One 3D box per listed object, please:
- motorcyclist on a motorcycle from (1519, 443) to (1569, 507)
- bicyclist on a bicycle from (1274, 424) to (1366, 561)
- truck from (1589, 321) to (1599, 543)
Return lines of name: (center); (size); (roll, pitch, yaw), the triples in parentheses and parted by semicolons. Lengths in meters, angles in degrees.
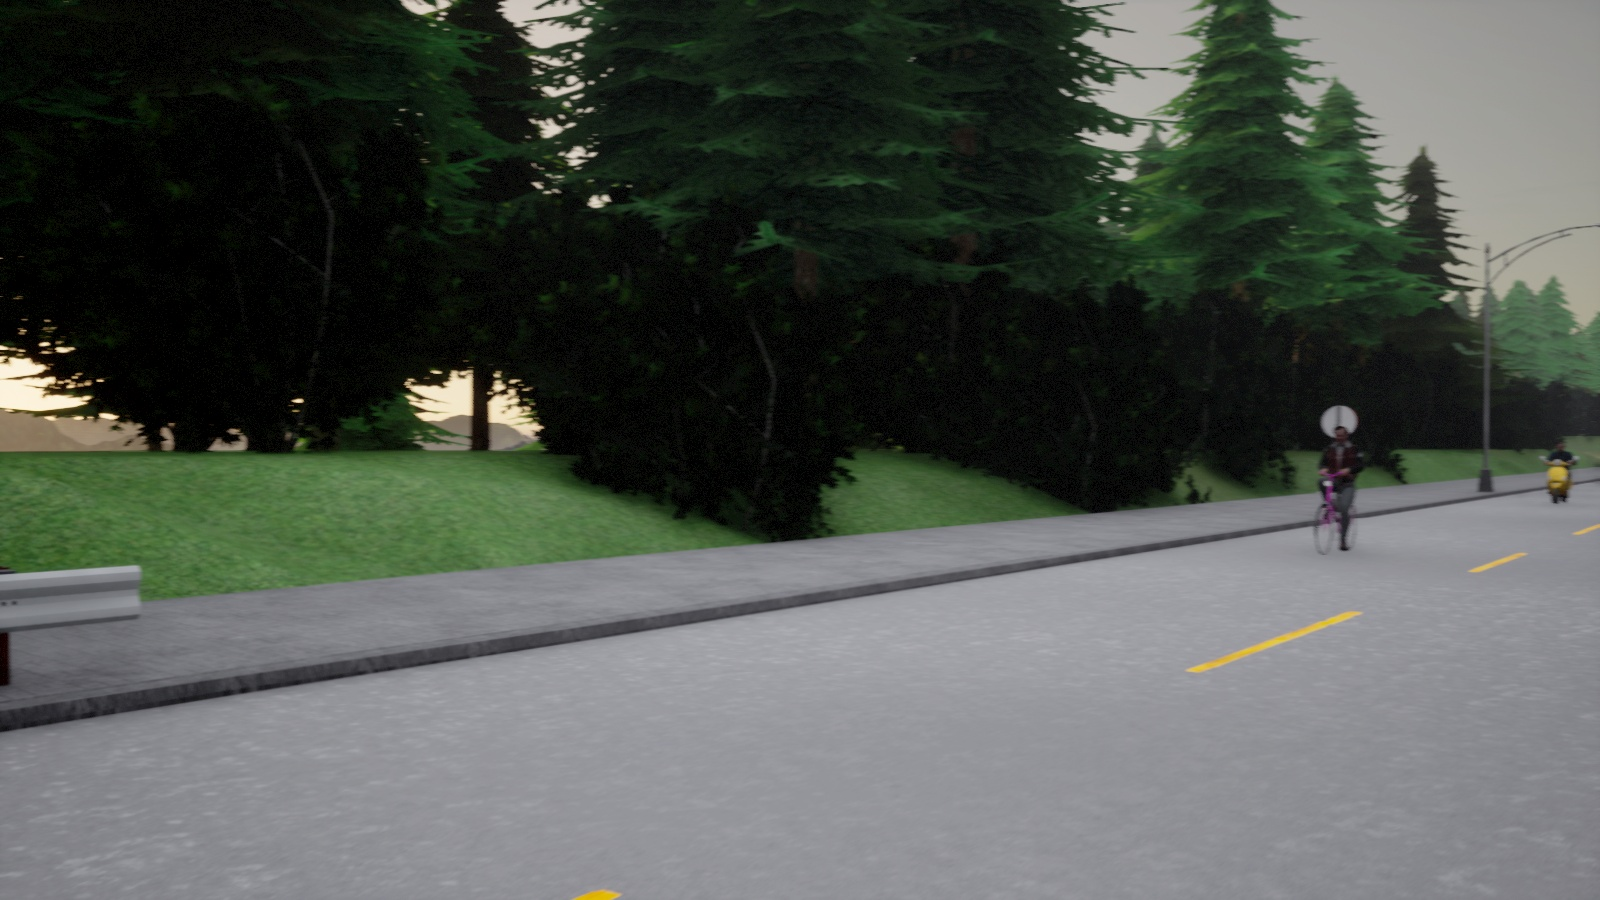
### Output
motorcyclist on a motorcycle: (19.227, 0.624, 32.444); (0.866, 1.590, 1.817); (1, 0, 38)
bicyclist on a bicycle: (7.138, 0.556, 17.191); (0.659, 1.776, 1.843); (1, 0, 38)
truck: (15.967, -0.268, 21.877); (2.891, 3.462, 7.936); (1, 0, 38)
